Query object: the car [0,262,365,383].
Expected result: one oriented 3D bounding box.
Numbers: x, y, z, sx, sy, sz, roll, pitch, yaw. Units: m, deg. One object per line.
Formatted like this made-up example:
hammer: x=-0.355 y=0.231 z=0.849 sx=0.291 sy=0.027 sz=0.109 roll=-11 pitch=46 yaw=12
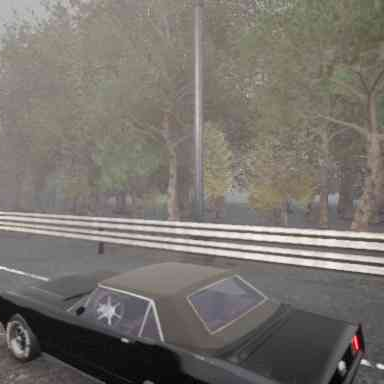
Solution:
car: x=-0.548 y=1.623 z=4.265 sx=4.718 sy=1.301 sz=1.895 roll=-1 pitch=0 yaw=36
